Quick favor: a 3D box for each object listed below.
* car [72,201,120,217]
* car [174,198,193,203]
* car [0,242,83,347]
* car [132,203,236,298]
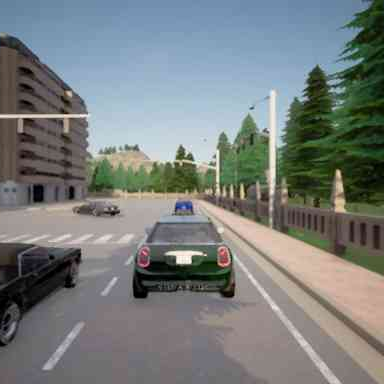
[{"bbox_3d":[-8.795,1.506,30.344,5.357,1.411,2.033,0,0,41],"label":"car"},{"bbox_3d":[-0.880,1.386,36.131,1.882,1.535,5.008,0,0,-2],"label":"car"},{"bbox_3d":[-3.587,1.588,6.215,1.895,1.301,4.718,0,0,-1],"label":"car"},{"bbox_3d":[-0.184,1.330,8.605,2.097,1.767,4.553,0,0,-1],"label":"car"}]
